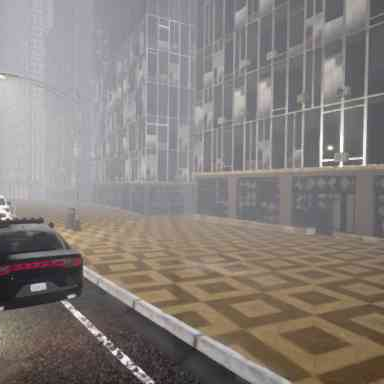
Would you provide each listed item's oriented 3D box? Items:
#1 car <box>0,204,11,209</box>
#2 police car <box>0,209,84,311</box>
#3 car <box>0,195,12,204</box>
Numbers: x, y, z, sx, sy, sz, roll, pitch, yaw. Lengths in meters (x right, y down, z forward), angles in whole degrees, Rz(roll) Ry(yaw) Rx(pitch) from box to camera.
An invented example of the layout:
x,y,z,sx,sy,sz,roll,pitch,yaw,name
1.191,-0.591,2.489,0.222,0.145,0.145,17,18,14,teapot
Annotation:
x,y,z,sx,sy,sz,roll,pitch,yaw,name
-9.501,1.516,15.798,1.812,1.442,4.674,0,0,-33,car
-4.114,1.421,7.800,1.930,1.638,5.238,0,0,-35,police car
-12.621,1.212,20.785,2.150,2.045,5.566,0,0,-31,car
